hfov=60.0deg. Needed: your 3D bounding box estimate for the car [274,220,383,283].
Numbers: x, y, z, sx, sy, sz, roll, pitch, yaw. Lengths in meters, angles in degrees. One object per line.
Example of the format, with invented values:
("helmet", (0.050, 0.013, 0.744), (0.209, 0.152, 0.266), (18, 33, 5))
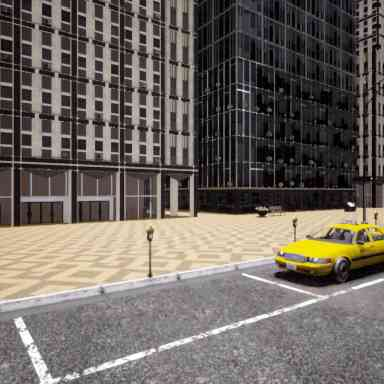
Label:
("car", (4.444, 1.526, 9.679), (4.829, 1.417, 1.752), (0, 0, -35))
